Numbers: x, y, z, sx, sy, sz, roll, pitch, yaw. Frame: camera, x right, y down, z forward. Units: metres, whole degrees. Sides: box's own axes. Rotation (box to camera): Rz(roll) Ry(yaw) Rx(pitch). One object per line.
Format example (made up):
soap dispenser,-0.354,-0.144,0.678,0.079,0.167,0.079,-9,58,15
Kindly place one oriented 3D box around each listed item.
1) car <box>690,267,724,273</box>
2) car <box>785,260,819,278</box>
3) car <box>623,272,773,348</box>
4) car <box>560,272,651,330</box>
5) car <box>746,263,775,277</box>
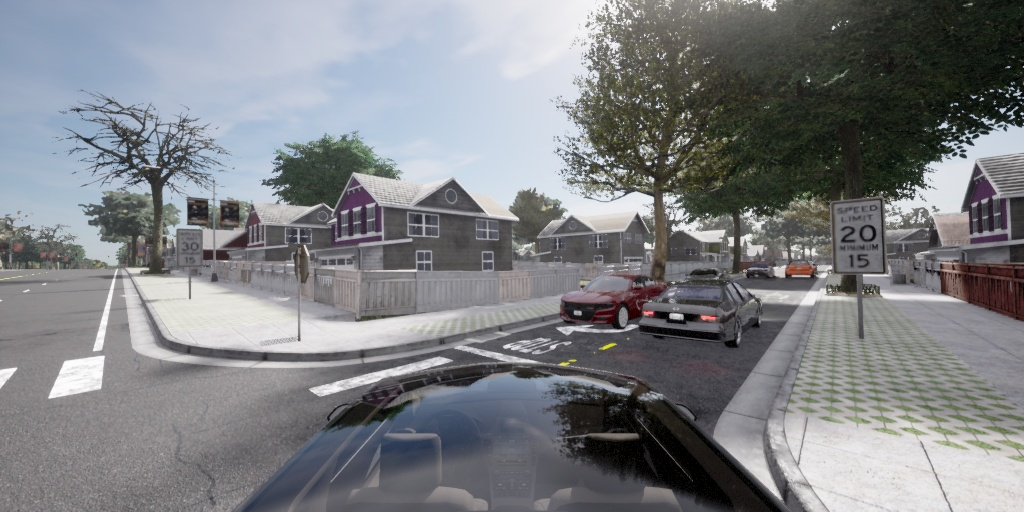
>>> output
car,10.870,1.361,19.993,1.812,1.442,4.674,-2,-2,42
car,27.280,1.134,33.885,2.097,1.767,4.553,-2,-2,42
car,5.090,1.301,9.304,2.033,1.411,5.357,-2,-1,42
car,3.501,1.311,11.813,1.882,1.535,5.008,-2,-1,42
car,23.836,1.402,34.319,2.033,1.411,5.357,-2,-2,42
